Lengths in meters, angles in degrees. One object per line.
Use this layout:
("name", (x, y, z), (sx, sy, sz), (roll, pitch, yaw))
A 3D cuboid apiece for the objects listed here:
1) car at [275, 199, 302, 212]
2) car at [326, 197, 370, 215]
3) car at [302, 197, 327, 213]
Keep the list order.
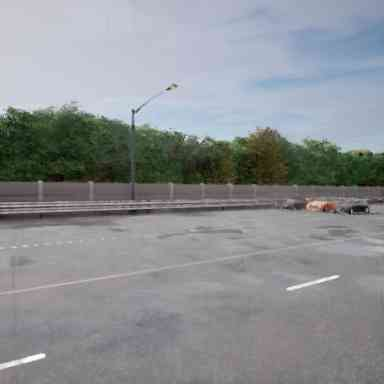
("car", (12.077, 1.480, 38.846), (5.357, 1.411, 2.033), (0, 0, -36))
("car", (15.697, 1.440, 32.801), (4.892, 1.490, 1.837), (0, 0, -37))
("car", (14.531, 1.284, 36.293), (4.553, 1.767, 2.097), (0, 0, -37))
